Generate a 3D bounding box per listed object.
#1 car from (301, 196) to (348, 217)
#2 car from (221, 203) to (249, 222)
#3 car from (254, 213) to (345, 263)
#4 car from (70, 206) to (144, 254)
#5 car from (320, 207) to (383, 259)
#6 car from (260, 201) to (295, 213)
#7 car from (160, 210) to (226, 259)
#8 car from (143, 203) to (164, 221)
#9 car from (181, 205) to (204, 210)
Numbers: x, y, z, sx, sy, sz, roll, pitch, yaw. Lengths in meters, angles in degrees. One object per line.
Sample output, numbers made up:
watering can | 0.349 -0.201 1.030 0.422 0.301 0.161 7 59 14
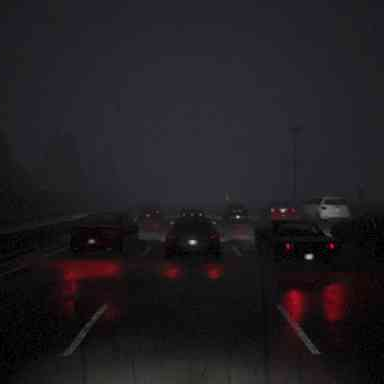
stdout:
car | 10.529 1.367 26.696 2.150 2.045 5.566 0 0 1
car | 3.542 1.656 27.837 1.837 1.490 4.892 0 0 1
car | 3.537 1.667 12.204 1.895 1.301 4.718 0 0 1
car | -3.448 1.553 13.963 1.882 1.535 5.008 0 0 0
car | 7.043 1.561 12.814 2.128 1.511 4.902 0 0 1
car | 7.042 1.500 27.722 2.097 1.767 4.553 0 0 1
car | 0.044 1.635 12.993 1.994 1.385 4.181 0 0 1
car | -3.453 1.678 28.494 1.812 1.442 4.674 0 0 1
car | 0.035 1.747 27.203 1.895 1.301 4.718 0 0 1
